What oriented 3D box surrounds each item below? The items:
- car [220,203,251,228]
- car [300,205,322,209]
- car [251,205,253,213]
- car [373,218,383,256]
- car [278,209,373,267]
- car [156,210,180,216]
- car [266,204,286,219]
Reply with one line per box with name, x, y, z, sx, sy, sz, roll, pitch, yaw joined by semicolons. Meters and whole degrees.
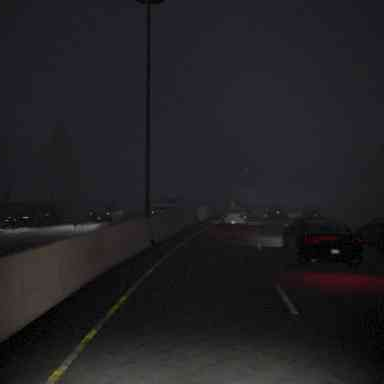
car;3.119;1.758;23.974;1.812;1.442;4.674;0;0;11
car;12.192;1.987;33.935;1.895;1.301;4.718;0;-1;11
car;6.931;2.030;43.389;1.895;1.301;4.718;0;0;11
car;8.373;1.748;13.891;1.994;1.385;4.181;0;0;9
car;4.551;1.618;12.208;1.882;1.535;5.008;0;-1;8
car;-2.323;1.498;33.708;2.150;2.045;5.566;0;0;11
car;8.522;1.918;33.402;1.994;1.385;4.181;0;-1;11
